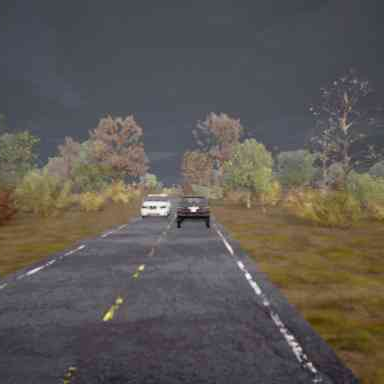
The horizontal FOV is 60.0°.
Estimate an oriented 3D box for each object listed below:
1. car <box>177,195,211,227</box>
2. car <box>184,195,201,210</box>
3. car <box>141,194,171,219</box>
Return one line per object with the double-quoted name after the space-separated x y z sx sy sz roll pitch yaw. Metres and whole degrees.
0.111 1.219 22.932 2.150 2.045 5.566 0 0 0 "car"
0.099 1.334 42.524 2.097 1.767 4.553 0 0 0 "car"
-3.039 1.217 29.062 2.150 2.045 5.566 0 0 0 "car"
